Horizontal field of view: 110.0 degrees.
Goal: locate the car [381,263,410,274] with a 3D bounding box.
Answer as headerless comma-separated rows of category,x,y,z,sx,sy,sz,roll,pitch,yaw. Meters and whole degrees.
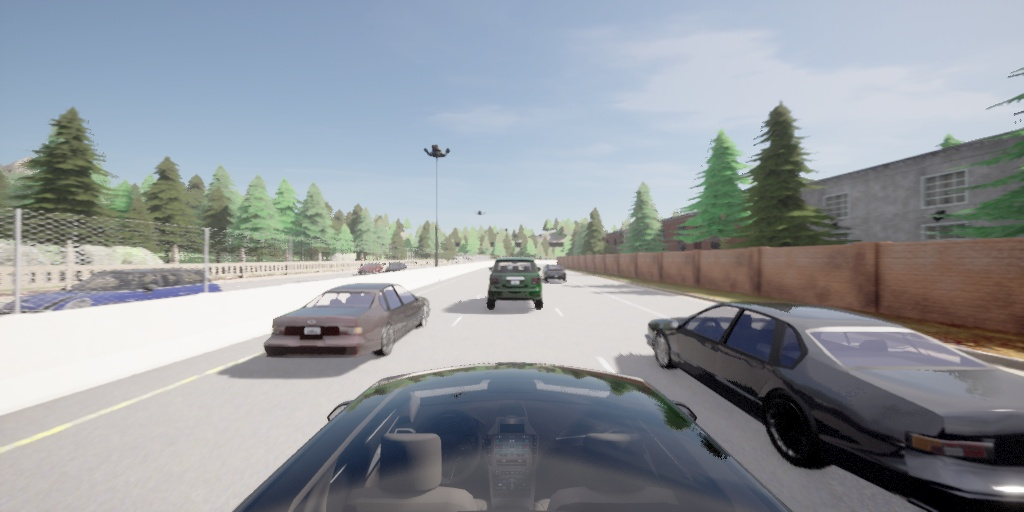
car,-13.948,1.554,43.880,1.837,1.490,4.892,0,-1,0

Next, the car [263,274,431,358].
car,-3.402,1.344,8.633,2.033,1.411,5.357,0,0,0

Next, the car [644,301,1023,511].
car,3.585,1.329,4.836,2.033,1.411,5.357,0,0,0

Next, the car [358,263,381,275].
car,-17.440,1.577,44.683,1.812,1.442,4.674,0,-1,0

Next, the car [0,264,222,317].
car,-10.590,1.143,9.948,2.097,1.767,4.553,0,0,0

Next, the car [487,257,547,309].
car,0.116,1.082,15.843,2.150,2.045,5.566,0,0,0

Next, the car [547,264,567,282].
car,3.639,1.481,31.720,2.128,1.511,4.902,0,0,0
